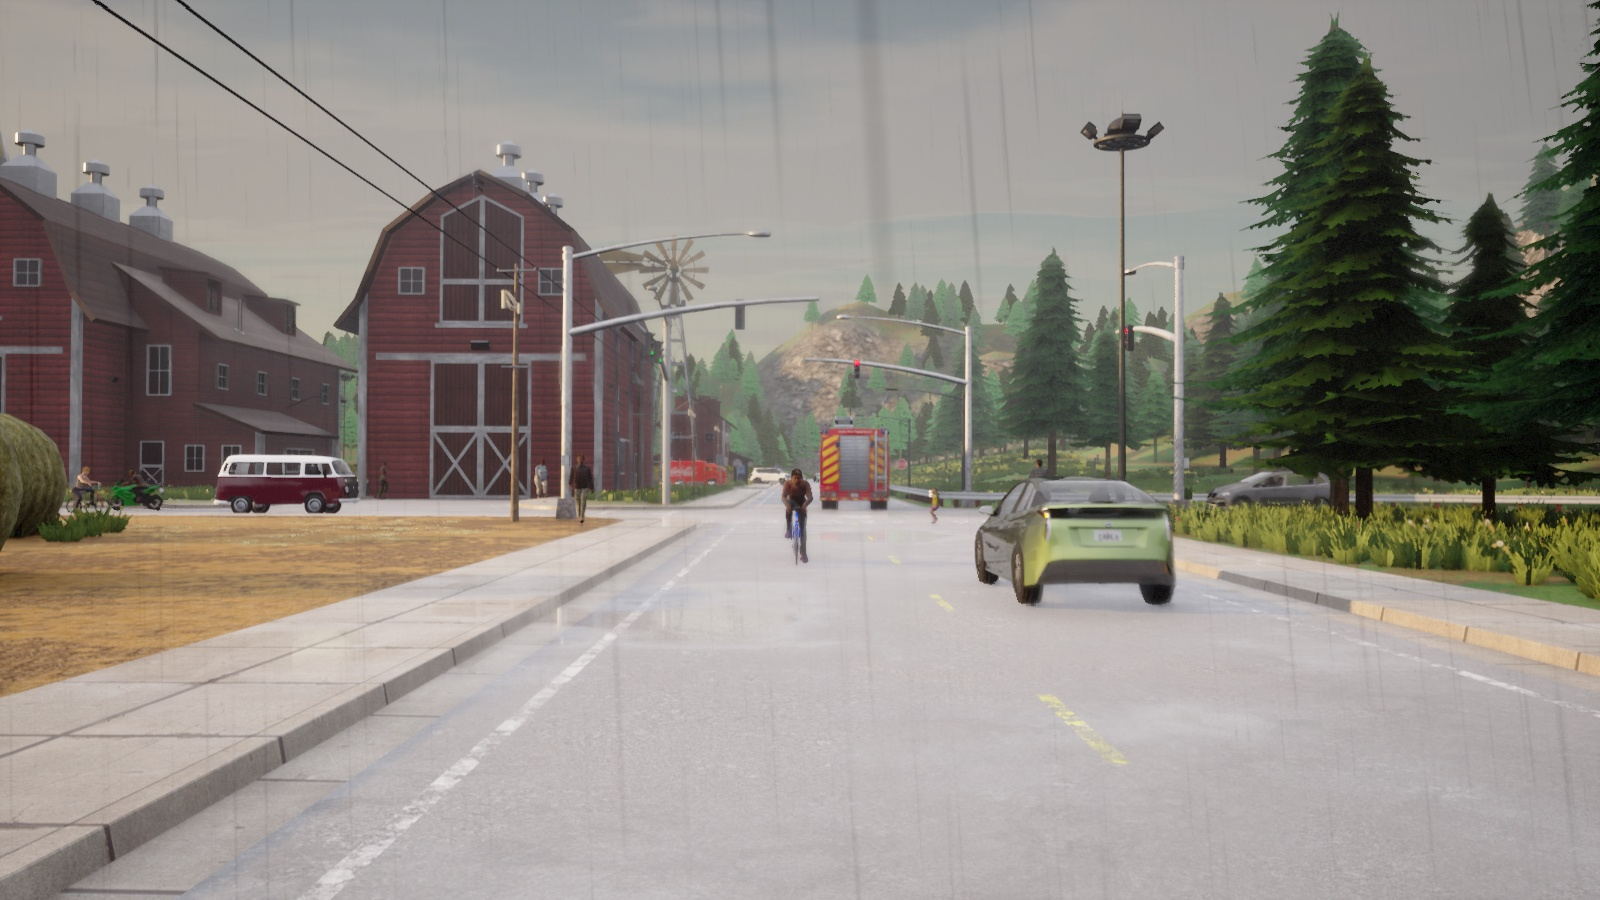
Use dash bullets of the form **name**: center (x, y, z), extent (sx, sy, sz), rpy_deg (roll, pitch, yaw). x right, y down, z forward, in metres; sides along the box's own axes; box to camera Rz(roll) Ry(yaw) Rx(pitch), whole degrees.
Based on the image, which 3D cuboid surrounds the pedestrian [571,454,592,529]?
- **pedestrian**: center (-5.427, 1.015, 31.219), extent (0.431, 1.840, 0.703), rpy_deg (0, -1, -3)

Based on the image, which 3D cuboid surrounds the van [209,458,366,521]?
- **van**: center (-17.365, 1.318, 42.696), extent (4.480, 2.038, 2.069), rpy_deg (0, -1, -1)

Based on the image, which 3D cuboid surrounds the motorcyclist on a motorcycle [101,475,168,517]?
- **motorcyclist on a motorcycle**: center (-24.392, 1.667, 46.050), extent (2.044, 1.523, 0.797), rpy_deg (0, -1, -1)

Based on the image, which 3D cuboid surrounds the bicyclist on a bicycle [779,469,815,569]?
- **bicyclist on a bicycle**: center (-0.047, 1.137, 21.272), extent (0.582, 1.620, 1.656), rpy_deg (0, -1, 0)

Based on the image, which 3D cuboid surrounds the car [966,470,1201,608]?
- **car**: center (3.464, 1.031, 16.272), extent (2.007, 1.525, 4.514), rpy_deg (0, -1, 0)

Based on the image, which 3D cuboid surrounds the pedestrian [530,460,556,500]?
- **pedestrian**: center (-11.815, 1.379, 57.777), extent (0.874, 1.855, 0.900), rpy_deg (0, -1, -34)

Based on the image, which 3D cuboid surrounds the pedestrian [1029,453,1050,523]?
- **pedestrian**: center (6.718, 1.054, 35.201), extent (0.423, 1.949, 0.788), rpy_deg (0, -1, 0)

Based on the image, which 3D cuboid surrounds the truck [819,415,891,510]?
- **truck**: center (2.411, 0.594, 55.258), extent (2.891, 3.827, 8.468), rpy_deg (0, -1, 3)

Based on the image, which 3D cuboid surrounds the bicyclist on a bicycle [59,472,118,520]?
- **bicyclist on a bicycle**: center (-24.101, 1.559, 42.556), extent (1.509, 1.612, 0.866), rpy_deg (0, -1, -1)

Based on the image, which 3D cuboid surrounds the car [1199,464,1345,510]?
- **car**: center (17.561, 1.377, 46.908), extent (4.611, 1.667, 2.242), rpy_deg (0, -1, -1)

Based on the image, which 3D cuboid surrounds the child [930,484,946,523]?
- **child**: center (4.168, 1.624, 38.011), extent (0.473, 1.160, 0.299), rpy_deg (0, -1, 3)

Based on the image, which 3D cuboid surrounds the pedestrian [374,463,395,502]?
- **pedestrian**: center (-19.186, 1.512, 57.976), extent (0.869, 1.805, 0.328), rpy_deg (0, -1, -1)
